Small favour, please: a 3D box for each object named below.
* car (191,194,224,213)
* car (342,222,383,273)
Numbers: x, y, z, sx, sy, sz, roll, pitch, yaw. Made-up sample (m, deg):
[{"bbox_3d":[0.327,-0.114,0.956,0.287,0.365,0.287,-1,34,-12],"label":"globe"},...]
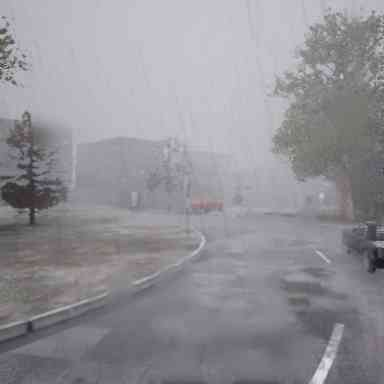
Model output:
[{"bbox_3d":[1.867,1.320,38.324,2.150,2.045,5.566,-1,-3,27],"label":"car"},{"bbox_3d":[6.024,1.566,10.297,1.895,1.301,4.718,0,0,14],"label":"car"}]
